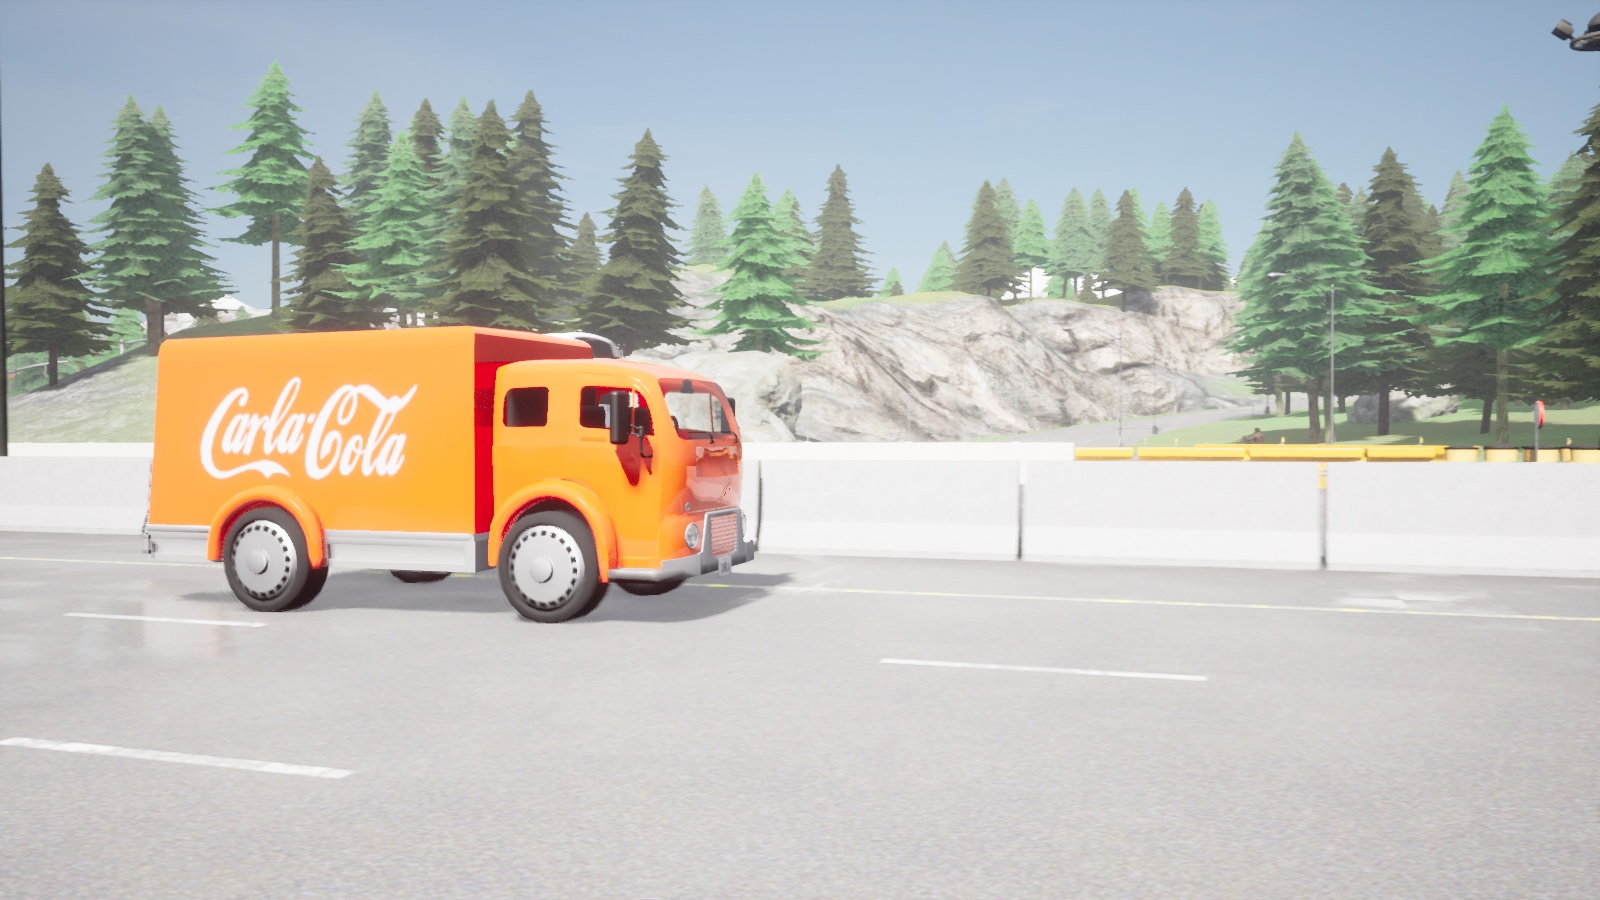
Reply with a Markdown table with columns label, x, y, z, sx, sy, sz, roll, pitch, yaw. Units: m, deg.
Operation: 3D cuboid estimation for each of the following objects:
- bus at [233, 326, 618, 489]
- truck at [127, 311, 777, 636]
| label | x | y | z | sx | sy | sz | roll | pitch | yaw |
| --- | --- | --- | --- | --- | --- | --- | --- | --- | --- |
| bus | -10.812 | -1.173 | 36.350 | 10.273 | 4.253 | 3.944 | 0 | 1 | 19 |
| truck | -3.112 | 0.142 | 11.618 | 5.204 | 2.467 | 2.627 | 1 | 1 | 19 |
